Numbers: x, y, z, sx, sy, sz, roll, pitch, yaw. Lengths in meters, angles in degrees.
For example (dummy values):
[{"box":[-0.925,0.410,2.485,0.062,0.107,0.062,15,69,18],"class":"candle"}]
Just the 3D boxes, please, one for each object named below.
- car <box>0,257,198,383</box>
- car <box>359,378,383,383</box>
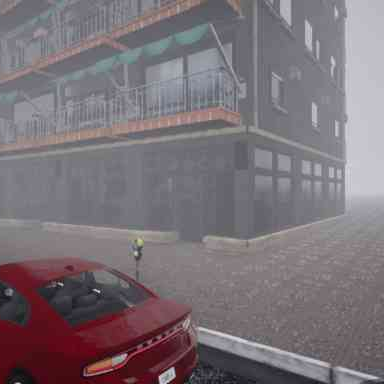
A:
[{"box":[-2.042,1.545,4.326,4.507,1.381,1.887,0,0,35],"class":"car"},{"box":[2.551,1.566,1.059,4.313,1.339,1.947,0,0,35],"class":"car"}]
